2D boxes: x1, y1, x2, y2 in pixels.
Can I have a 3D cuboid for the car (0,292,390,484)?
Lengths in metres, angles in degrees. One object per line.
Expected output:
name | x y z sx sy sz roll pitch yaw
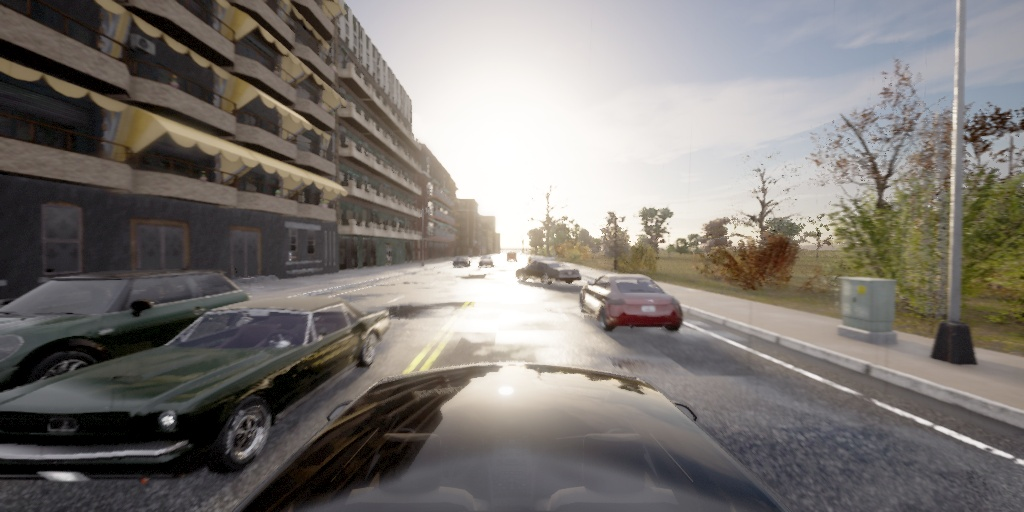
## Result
car | -3.351 1.310 4.881 1.895 1.301 4.718 0 1 0

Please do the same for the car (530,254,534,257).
car | 3.233 0.748 43.533 1.812 1.442 4.674 0 1 0

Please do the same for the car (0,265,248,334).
car | -6.600 1.048 5.888 2.097 1.767 4.553 0 1 0

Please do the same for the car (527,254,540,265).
car | 3.228 0.541 54.722 1.801 1.575 5.366 0 1 0

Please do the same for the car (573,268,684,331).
car | 3.247 1.202 10.535 1.994 1.385 4.181 0 1 0

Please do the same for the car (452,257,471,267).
car | -6.589 0.778 47.143 1.895 1.301 4.718 0 1 0

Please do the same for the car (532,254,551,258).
car | 3.237 0.864 32.563 2.163 1.488 4.792 0 1 0

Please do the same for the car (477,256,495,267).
car | -3.338 0.703 47.187 1.812 1.442 4.674 0 1 0

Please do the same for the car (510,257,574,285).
car | 2.175 1.026 23.166 2.033 1.411 5.357 0 1 -29
